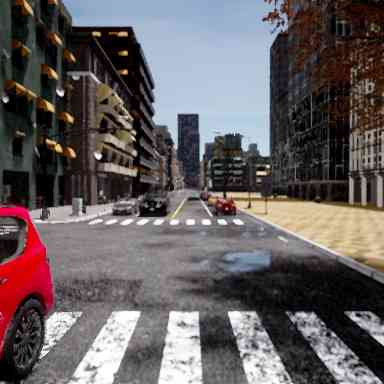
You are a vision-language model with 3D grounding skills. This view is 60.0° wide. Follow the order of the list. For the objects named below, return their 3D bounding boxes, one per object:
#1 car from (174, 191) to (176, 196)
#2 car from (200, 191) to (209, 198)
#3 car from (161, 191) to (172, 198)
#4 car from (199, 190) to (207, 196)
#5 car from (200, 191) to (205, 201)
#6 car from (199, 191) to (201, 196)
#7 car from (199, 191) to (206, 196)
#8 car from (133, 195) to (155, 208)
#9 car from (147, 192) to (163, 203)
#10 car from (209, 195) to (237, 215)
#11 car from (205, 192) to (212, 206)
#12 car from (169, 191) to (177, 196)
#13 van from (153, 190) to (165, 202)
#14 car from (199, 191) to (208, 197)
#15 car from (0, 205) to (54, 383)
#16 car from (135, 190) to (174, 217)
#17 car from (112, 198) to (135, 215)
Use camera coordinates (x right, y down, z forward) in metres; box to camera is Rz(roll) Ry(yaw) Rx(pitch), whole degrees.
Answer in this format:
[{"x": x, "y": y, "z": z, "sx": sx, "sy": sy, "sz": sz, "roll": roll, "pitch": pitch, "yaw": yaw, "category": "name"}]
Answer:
[{"x": -5.493, "y": 0.454, "z": 89.310, "sx": 2.008, "sy": 1.369, "sz": 4.403, "roll": 0, "pitch": 1, "yaw": 0, "category": "car"}, {"x": 2.863, "y": 0.574, "z": 78.228, "sx": 1.887, "sy": 1.381, "sz": 4.507, "roll": 0, "pitch": 1, "yaw": 0, "category": "car"}, {"x": -5.530, "y": 0.534, "z": 72.713, "sx": 1.967, "sy": 1.590, "sz": 4.097, "roll": 0, "pitch": 1, "yaw": 0, "category": "car"}, {"x": 2.887, "y": 0.344, "z": 89.290, "sx": 1.967, "sy": 1.590, "sz": 4.097, "roll": 0, "pitch": 1, "yaw": 0, "category": "car"}, {"x": 2.815, "y": 0.874, "z": 56.098, "sx": 1.802, "sy": 1.307, "sz": 4.206, "roll": 0, "pitch": 1, "yaw": 0, "category": "car"}, {"x": 2.839, "y": 0.682, "z": 67.333, "sx": 1.752, "sy": 1.417, "sz": 4.829, "roll": 0, "pitch": 1, "yaw": 0, "category": "car"}, {"x": 2.899, "y": 0.392, "z": 94.824, "sx": 2.008, "sy": 1.369, "sz": 4.403, "roll": 0, "pitch": 1, "yaw": 0, "category": "car"}, {"x": -5.602, "y": 1.044, "z": 39.521, "sx": 2.008, "sy": 1.369, "sz": 4.403, "roll": 0, "pitch": 1, "yaw": 0, "category": "car"}, {"x": -5.578, "y": 0.799, "z": 50.584, "sx": 1.967, "sy": 1.590, "sz": 4.097, "roll": 0, "pitch": 1, "yaw": 0, "category": "car"}, {"x": 2.754, "y": 1.175, "z": 28.437, "sx": 1.887, "sy": 1.381, "sz": 4.507, "roll": 0, "pitch": 1, "yaw": 0, "category": "car"}, {"x": 2.778, "y": 1.016, "z": 39.671, "sx": 1.752, "sy": 1.417, "sz": 4.829, "roll": 0, "pitch": 1, "yaw": 0, "category": "car"}, {"x": -5.481, "y": 0.392, "z": 94.843, "sx": 2.008, "sy": 1.369, "sz": 4.403, "roll": 0, "pitch": 1, "yaw": 0, "category": "car"}, {"x": -5.566, "y": 0.633, "z": 56.115, "sx": 1.690, "sy": 1.788, "sz": 3.998, "roll": 0, "pitch": 1, "yaw": 0, "category": "van"}, {"x": 2.875, "y": 0.517, "z": 83.760, "sx": 2.008, "sy": 1.369, "sz": 4.403, "roll": 0, "pitch": 1, "yaw": 0, "category": "car"}, {"x": -2.995, "y": 1.193, "z": 2.411, "sx": 2.150, "sy": 2.045, "sz": 5.566, "roll": 0, "pitch": 1, "yaw": 0, "category": "car"}, {"x": -2.940, "y": 0.888, "z": 27.307, "sx": 2.150, "sy": 2.045, "sz": 5.566, "roll": 0, "pitch": 1, "yaw": 0, "category": "car"}, {"x": -5.626, "y": 1.181, "z": 28.456, "sx": 2.008, "sy": 1.369, "sz": 4.403, "roll": 0, "pitch": 1, "yaw": 0, "category": "car"}]
